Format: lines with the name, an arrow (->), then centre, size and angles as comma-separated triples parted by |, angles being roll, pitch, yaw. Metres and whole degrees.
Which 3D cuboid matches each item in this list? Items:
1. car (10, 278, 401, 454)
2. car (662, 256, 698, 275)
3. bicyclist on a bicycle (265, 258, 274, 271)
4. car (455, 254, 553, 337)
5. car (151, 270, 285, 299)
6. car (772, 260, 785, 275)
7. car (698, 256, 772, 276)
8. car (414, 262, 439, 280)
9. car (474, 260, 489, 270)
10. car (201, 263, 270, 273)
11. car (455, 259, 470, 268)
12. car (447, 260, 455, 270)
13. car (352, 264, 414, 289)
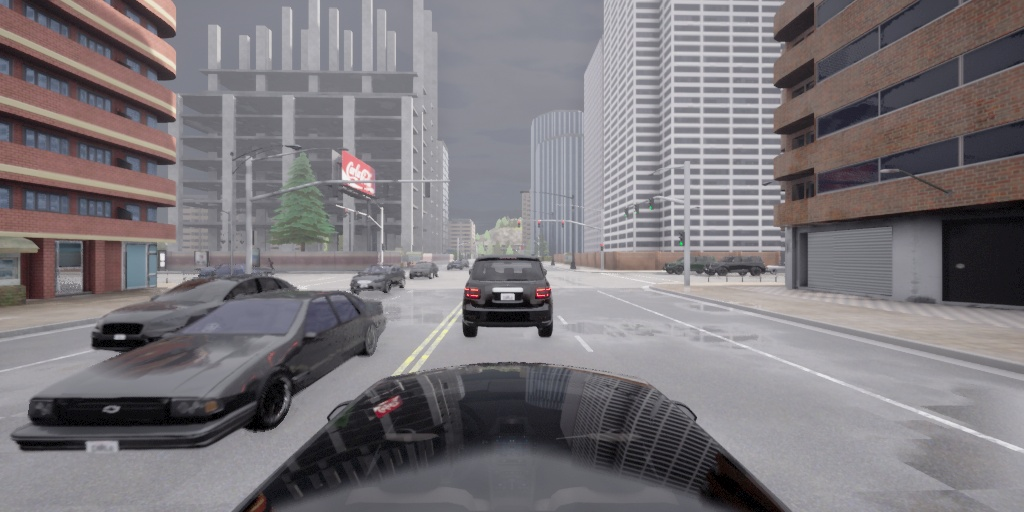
car -> -3.670, 1.297, 5.824 | 2.033, 1.411, 5.357 | 0, 0, -1
car -> 19.385, 0.972, 38.980 | 5.566, 2.045, 2.150 | 0, 0, -1
bicyclist on a bicycle -> -28.705, 1.051, 42.519 | 0.582, 1.620, 1.656 | 0, 0, -1
car -> -0.120, 0.971, 10.397 | 2.150, 2.045, 5.566 | 0, 0, -1
car -> -7.237, 1.257, 8.999 | 1.837, 1.490, 4.892 | 0, 0, -1
car -> 29.515, 1.351, 39.231 | 4.718, 1.301, 1.895 | 0, 0, -1
car -> 21.996, 0.971, 35.550 | 5.566, 2.045, 2.150 | 0, 0, -2
car -> -7.703, 1.255, 31.692 | 1.837, 1.490, 4.892 | 0, 0, -1
car -> -4.666, 1.314, 54.620 | 1.994, 1.385, 4.181 | 0, 0, -1
car -> -23.470, 1.297, 30.668 | 5.357, 1.411, 2.033 | 0, 0, -2
car -> -8.272, 1.255, 60.361 | 1.837, 1.490, 4.892 | 0, 0, -1
car -> -8.112, 1.313, 51.790 | 1.994, 1.385, 4.181 | 0, 0, -1
car -> -7.470, 1.242, 20.469 | 2.128, 1.511, 4.902 | 0, 0, -1
